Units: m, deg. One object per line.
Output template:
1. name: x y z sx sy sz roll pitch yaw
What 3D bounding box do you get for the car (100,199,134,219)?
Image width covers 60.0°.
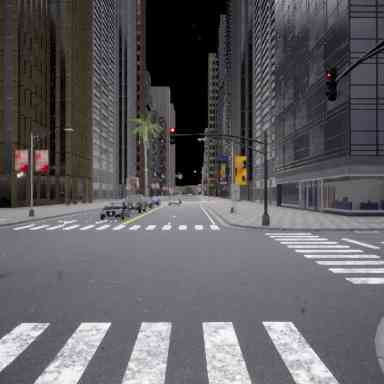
1. car: -6.642 1.627 29.175 1.994 1.385 4.181 0 0 0

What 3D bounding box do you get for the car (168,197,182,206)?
1. car: -3.241 1.781 59.847 1.895 1.301 4.718 0 0 0

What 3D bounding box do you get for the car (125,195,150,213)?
1. car: -6.657 1.314 38.499 2.150 2.045 5.566 0 0 0

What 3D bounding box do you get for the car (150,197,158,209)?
1. car: -6.664 1.482 48.428 2.097 1.767 4.553 0 0 0

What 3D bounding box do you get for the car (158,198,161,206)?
1. car: -6.635 1.652 58.567 1.882 1.535 5.008 0 0 0

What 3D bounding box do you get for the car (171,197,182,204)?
1. car: -3.255 1.788 69.742 1.994 1.385 4.181 0 0 0
